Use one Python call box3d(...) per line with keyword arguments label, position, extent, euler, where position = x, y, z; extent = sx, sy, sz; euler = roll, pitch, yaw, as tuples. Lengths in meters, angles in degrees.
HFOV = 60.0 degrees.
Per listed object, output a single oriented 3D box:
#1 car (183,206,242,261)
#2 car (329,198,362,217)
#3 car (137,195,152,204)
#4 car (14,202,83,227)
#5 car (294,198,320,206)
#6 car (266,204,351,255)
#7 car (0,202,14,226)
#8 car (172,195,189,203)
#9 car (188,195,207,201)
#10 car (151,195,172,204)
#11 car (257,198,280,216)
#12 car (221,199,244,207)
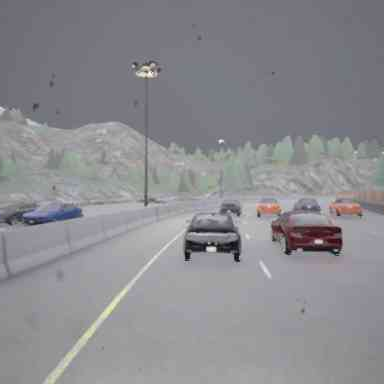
box3d(label="car", position=(0.785, 1.487, 12.306), extent=(2.128, 1.511, 4.902), euler=(0, 0, 5))
box3d(label="car", position=(14.471, 1.366, 31.585), extent=(2.097, 1.767, 4.553), euler=(0, 0, 13))
box3d(label="car", position=(-8.575, 1.304, 63.661), extent=(2.097, 1.767, 4.553), euler=(0, 0, 22))
box3d(label="car", position=(-8.910, 1.449, 21.648), extent=(1.882, 1.535, 5.008), euler=(0, 0, 8))
box3d(label="car", position=(10.910, 1.358, 31.715), extent=(2.097, 1.767, 4.553), euler=(0, 0, 12))
box3d(label="car", position=(4.384, 1.480, 13.383), extent=(1.882, 1.535, 5.008), euler=(0, 0, 5))
box3d(label="car", position=(-12.219, 1.469, 23.174), extent=(1.837, 1.490, 4.892), euler=(0, 0, 8))
box3d(label="car", position=(-1.393, 1.319, 62.778), extent=(2.097, 1.767, 4.553), euler=(0, 0, 22))
box3d(label="car", position=(1.490, 1.499, 60.590), extent=(1.812, 1.442, 4.674), euler=(0, 0, 22))
box3d(label="car", position=(-5.201, 1.560, 62.665), extent=(1.895, 1.301, 4.718), euler=(0, 0, 22))
box3d(label="car", position=(7.358, 1.351, 31.842), extent=(2.097, 1.767, 4.553), euler=(0, 0, 12))
box3d(label="car", position=(3.866, 1.497, 32.312), extent=(1.837, 1.490, 4.892), euler=(0, 0, 12))
